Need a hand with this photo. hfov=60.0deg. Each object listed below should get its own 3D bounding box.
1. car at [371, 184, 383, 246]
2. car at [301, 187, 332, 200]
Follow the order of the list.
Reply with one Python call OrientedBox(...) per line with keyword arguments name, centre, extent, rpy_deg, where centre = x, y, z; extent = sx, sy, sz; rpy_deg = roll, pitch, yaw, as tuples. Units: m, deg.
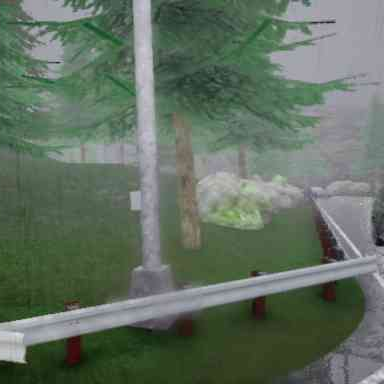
OrientedBox(name="car", centre=(6.492, 0.760, 9.083), extent=(2.150, 2.045, 5.566), rpy_deg=(-2, 2, 18))
OrientedBox(name="car", centre=(13.910, 0.111, 37.789), extent=(1.812, 1.442, 4.674), rpy_deg=(-2, 1, -9))
